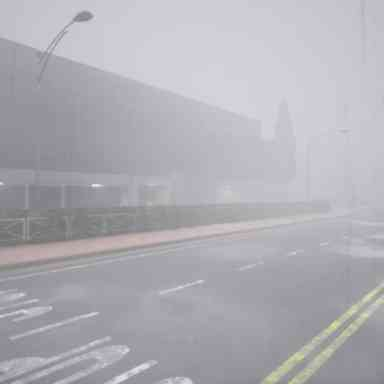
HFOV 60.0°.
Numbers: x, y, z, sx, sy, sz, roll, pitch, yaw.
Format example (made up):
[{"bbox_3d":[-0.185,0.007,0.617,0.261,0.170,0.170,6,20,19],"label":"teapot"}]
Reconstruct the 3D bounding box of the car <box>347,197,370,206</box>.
[{"bbox_3d":[29.261,1.593,58.529,1.837,1.490,4.892,1,0,-4],"label":"car"}]

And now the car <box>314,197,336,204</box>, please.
[{"bbox_3d":[25.196,1.610,63.012,1.895,1.301,4.718,1,0,-12],"label":"car"}]
